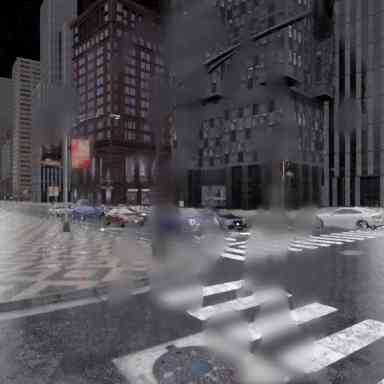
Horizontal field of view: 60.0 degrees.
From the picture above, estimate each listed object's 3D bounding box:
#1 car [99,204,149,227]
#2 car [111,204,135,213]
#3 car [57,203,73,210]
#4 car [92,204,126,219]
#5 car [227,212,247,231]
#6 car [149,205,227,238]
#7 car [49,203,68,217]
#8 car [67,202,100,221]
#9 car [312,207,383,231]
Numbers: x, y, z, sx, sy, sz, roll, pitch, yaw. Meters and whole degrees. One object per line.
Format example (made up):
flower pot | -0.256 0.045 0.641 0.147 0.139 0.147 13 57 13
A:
car | -5.534 1.976 26.808 1.812 1.442 4.674 0 -1 -36
car | -10.636 2.465 50.971 1.895 1.301 4.718 0 -1 -36
car | -24.986 2.851 65.388 1.895 1.301 4.718 0 -1 -36
car | -9.552 2.153 37.984 2.128 1.511 4.902 0 -1 -36
car | 1.691 1.861 22.312 1.994 1.385 4.181 0 -1 -36
car | -0.383 1.636 19.594 2.097 1.767 4.553 0 -1 -35
car | -16.697 2.417 42.417 1.895 1.301 4.718 0 -1 -35
car | -10.928 2.103 34.326 1.882 1.535 5.008 0 -1 -36
car | 10.249 1.704 21.916 1.812 1.442 4.674 -1 -1 -41
